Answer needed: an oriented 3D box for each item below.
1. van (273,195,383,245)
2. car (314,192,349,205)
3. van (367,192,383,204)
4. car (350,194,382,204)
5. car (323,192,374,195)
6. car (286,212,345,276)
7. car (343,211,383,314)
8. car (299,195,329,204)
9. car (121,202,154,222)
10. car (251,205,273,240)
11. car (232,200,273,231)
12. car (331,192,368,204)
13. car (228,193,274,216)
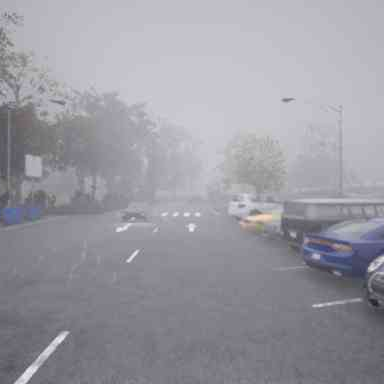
[{"bbox_3d":[5.465,1.215,12.018,4.442,1.987,1.878,1,0,-20],"label":"van"},{"bbox_3d":[23.861,1.041,57.182,2.435,2.045,5.566,0,-1,-22],"label":"car"},{"bbox_3d":[32.897,1.071,57.518,1.878,1.987,4.442,0,-1,-22],"label":"van"},{"bbox_3d":[29.917,1.169,57.360,2.185,1.767,4.553,1,-1,-22],"label":"car"},{"bbox_3d":[18.275,1.096,40.028,2.435,2.045,5.566,0,1,-21],"label":"car"},{"bbox_3d":[5.350,1.451,8.973,5.008,1.535,2.097,1,0,-20],"label":"car"},{"bbox_3d":[5.395,1.337,5.970,4.553,1.767,2.185,1,0,-20],"label":"car"},{"bbox_3d":[20.839,1.320,57.095,2.163,1.488,4.792,0,-1,-21],"label":"car"},{"bbox_3d":[-4.062,1.450,25.638,2.033,1.411,5.357,0,0,0],"label":"car"},{"bbox_3d":[5.353,1.469,14.976,4.674,1.452,2.002,1,0,-20],"label":"car"},{"bbox_3d":[5.165,1.412,17.917,5.366,1.575,1.946,1,0,-20],"label":"car"},{"bbox_3d":[26.922,1.042,57.225,2.435,2.045,5.566,1,-1,-22],"label":"car"},{"bbox_3d":[5.342,1.144,24.009,5.566,2.045,2.435,1,0,-20],"label":"car"}]
